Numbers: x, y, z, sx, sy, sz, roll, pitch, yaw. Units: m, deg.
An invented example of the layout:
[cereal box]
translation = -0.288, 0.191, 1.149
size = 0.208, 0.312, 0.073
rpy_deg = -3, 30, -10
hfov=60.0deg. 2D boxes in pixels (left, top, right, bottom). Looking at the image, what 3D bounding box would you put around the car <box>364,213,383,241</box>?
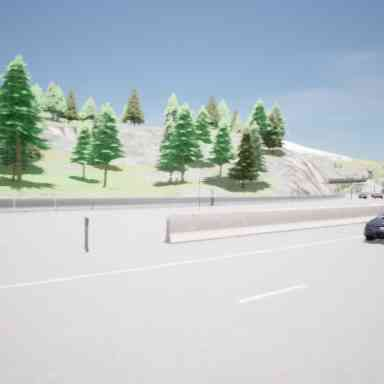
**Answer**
[car]
translation = 9.577, 1.500, 15.010
size = 4.181, 1.385, 1.994
rpy_deg = 0, 1, -37
